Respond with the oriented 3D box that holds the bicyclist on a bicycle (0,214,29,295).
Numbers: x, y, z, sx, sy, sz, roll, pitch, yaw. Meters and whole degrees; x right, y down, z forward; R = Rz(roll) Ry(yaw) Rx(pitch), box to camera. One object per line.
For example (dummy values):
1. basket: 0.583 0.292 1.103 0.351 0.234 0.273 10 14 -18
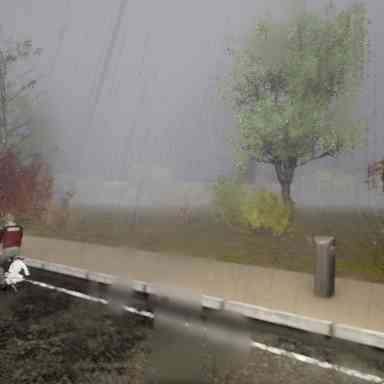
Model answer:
1. bicyclist on a bicycle: -4.260 1.376 7.610 1.843 1.776 0.659 0 0 35
